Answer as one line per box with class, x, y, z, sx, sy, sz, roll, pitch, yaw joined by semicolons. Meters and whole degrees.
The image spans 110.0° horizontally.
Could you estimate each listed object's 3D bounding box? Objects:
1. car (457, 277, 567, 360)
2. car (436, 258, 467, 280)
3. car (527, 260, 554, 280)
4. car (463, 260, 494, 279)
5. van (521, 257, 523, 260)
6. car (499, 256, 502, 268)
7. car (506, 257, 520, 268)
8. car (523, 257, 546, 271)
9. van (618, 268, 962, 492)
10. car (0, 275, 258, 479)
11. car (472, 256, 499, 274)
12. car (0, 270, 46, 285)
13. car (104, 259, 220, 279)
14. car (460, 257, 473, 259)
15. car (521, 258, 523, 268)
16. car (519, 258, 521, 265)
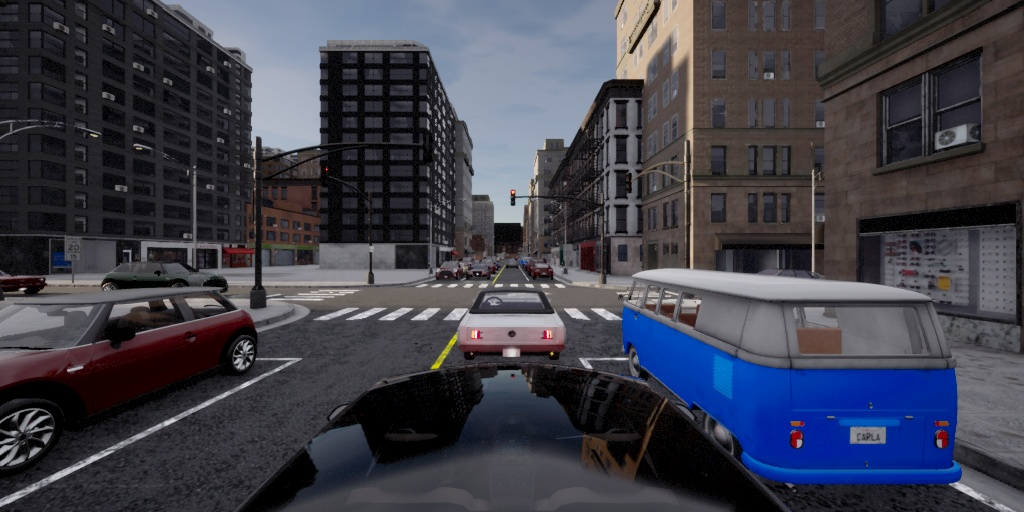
car;-0.005;1.351;8.292;1.895;1.301;4.718;0;0;0
car;-5.418;1.188;31.377;1.967;1.591;4.097;0;0;0
car;2.607;1.294;31.386;1.888;1.381;4.507;0;0;0
car;-2.882;1.313;31.553;1.994;1.385;4.181;0;0;-1
van;2.583;1.086;53.025;1.690;1.789;3.998;0;0;0
car;-2.887;1.099;49.048;2.097;1.767;4.553;0;0;0
car;0.036;1.307;59.259;1.994;1.385;4.181;0;0;0
car;2.601;1.063;36.796;2.192;1.841;5.009;0;0;0
van;2.637;1.091;4.506;1.690;1.789;3.998;0;0;0
car;-5.388;1.190;4.498;1.967;1.591;4.097;0;0;0
car;-2.874;1.100;40.173;2.097;1.767;4.553;0;0;0
car;-24.983;1.220;16.701;4.718;1.301;1.895;0;0;0
car;-16.004;1.022;16.715;4.553;1.767;2.097;0;0;0
car;-5.430;1.063;42.196;2.192;1.841;5.009;0;0;0
car;2.589;1.292;47.615;1.888;1.381;4.507;0;0;0
car;2.577;1.309;58.434;1.948;1.339;4.313;0;0;0
